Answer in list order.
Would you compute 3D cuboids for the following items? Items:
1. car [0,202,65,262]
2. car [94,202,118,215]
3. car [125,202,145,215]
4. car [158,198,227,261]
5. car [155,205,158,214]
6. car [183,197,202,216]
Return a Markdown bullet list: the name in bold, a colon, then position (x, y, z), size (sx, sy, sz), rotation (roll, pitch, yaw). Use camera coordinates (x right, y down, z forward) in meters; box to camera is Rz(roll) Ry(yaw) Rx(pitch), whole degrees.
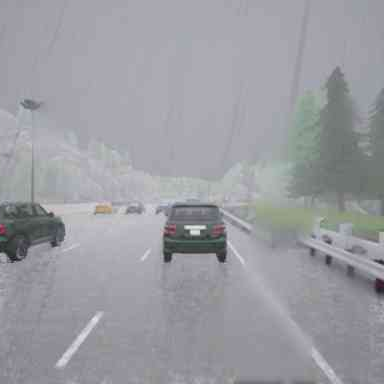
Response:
- **car**: position (-6.906, 1.375, 12.938), size (2.150, 2.045, 5.566), rotation (0, -1, 0)
- **car**: position (-10.437, 1.958, 40.679), size (1.882, 1.535, 5.008), rotation (0, -1, 0)
- **car**: position (-6.948, 2.012, 41.172), size (1.812, 1.442, 4.674), rotation (0, -1, 0)
- **car**: position (0.093, 1.375, 12.990), size (2.150, 2.045, 5.566), rotation (0, -1, 0)
- **car**: position (-3.448, 2.017, 41.686), size (1.812, 1.442, 4.674), rotation (0, -1, 0)
- **car**: position (0.067, 1.689, 39.513), size (2.150, 2.045, 5.566), rotation (0, 0, 0)
